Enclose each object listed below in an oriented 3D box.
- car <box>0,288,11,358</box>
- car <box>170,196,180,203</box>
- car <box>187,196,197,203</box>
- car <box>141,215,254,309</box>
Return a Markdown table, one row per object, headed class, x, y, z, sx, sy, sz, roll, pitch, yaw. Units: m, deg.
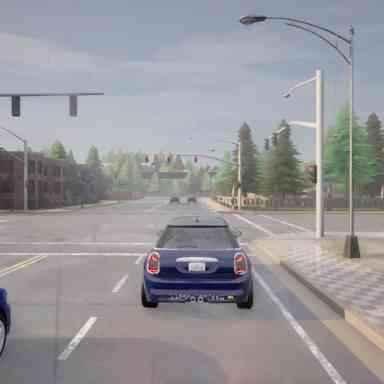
| class | x | y | z | sx | sy | sz | roll | pitch | yaw |
| --- | --- | --- | --- | --- | --- | --- | --- | --- | --- |
| car | -3.442 | 1.478 | 2.604 | 1.882 | 1.535 | 5.008 | 0 | 0 | 0 |
| car | -3.503 | 1.505 | 68.348 | 1.837 | 1.490 | 4.892 | 0 | 0 | 0 |
| car | -0.003 | 1.505 | 68.348 | 1.837 | 1.490 | 4.892 | 0 | 0 | 0 |
| car | 0.154 | 1.352 | 8.060 | 2.097 | 1.767 | 4.553 | 0 | 0 | 2 |
